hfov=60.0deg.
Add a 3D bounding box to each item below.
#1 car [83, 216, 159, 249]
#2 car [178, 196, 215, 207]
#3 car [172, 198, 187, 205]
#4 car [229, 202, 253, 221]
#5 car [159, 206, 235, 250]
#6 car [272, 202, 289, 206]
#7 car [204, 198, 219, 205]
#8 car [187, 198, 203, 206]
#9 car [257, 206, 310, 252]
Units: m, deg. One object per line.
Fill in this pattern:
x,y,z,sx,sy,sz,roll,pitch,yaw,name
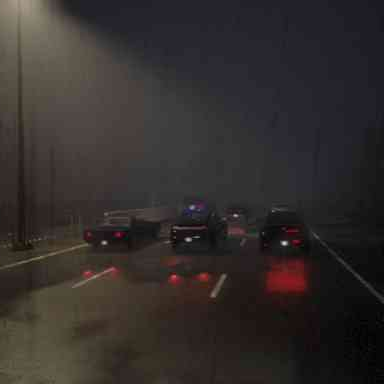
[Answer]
-3.008,1.752,15.573,1.895,1.301,4.718,-1,0,14,car
0.705,1.415,29.866,2.150,2.045,5.566,-1,0,15,car
-2.671,2.010,71.070,1.882,1.535,5.008,-1,0,15,car
4.163,1.653,29.219,1.837,1.490,4.892,-1,0,15,car
0.442,1.591,14.942,2.128,1.511,4.902,-1,0,14,car
7.563,1.617,28.382,1.812,1.442,4.674,-1,0,15,car
4.087,1.949,69.247,2.128,1.511,4.902,-1,0,15,car
0.709,2.003,70.158,2.128,1.511,4.902,-1,0,15,car
3.846,1.552,14.131,1.837,1.490,4.892,-1,0,14,car
